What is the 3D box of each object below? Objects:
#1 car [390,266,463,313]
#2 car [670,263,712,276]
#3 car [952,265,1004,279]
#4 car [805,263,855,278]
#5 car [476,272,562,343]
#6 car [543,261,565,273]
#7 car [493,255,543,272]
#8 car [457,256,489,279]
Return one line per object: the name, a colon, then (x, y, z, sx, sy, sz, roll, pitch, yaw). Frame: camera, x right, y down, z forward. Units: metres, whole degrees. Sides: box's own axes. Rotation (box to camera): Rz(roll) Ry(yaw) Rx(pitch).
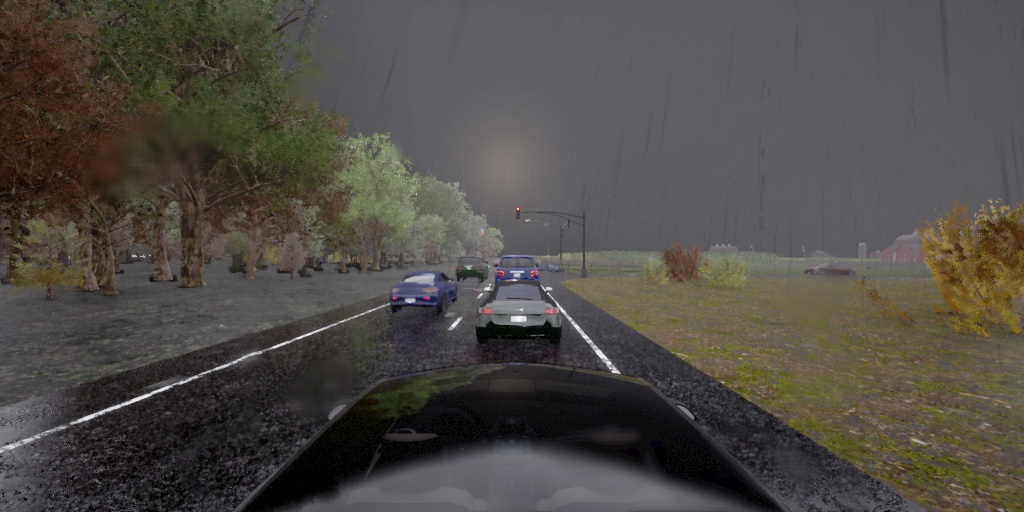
car: (-3.289, 1.279, 13.976, 1.812, 1.442, 4.674, 0, 0, 1)
car: (21.044, 1.540, 42.007, 4.892, 1.490, 1.837, 1, -1, 1)
car: (49.441, 1.849, 37.981, 4.181, 1.385, 1.994, 1, -1, 2)
car: (36.919, 1.560, 41.779, 4.553, 1.767, 2.097, 1, -1, 1)
car: (0.169, 1.316, 9.672, 1.994, 1.385, 4.181, 0, 0, 1)
car: (4.158, 1.384, 46.184, 5.357, 1.411, 2.033, 4, 2, 42)
car: (0.263, 0.976, 19.085, 2.150, 2.045, 5.566, 0, 0, 1)
car: (-3.148, 0.979, 28.942, 2.150, 2.045, 5.566, 0, 0, 1)
